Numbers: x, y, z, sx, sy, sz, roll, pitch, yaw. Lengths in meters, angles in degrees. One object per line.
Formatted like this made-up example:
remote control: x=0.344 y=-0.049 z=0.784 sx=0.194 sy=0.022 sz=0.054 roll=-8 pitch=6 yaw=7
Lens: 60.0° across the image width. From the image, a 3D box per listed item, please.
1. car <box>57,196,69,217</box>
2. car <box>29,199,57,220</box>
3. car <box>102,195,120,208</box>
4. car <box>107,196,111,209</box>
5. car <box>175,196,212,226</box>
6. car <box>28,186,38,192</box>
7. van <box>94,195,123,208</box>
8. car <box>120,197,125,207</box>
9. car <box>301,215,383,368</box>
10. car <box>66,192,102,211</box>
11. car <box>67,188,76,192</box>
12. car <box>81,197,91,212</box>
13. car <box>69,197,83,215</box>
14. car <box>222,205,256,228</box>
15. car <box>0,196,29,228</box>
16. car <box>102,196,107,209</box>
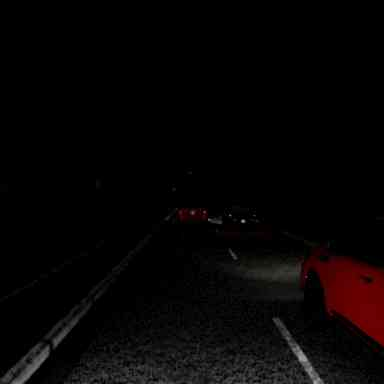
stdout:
car: x=-13.898 y=1.451 z=30.425 sx=4.553 sy=1.767 sz=2.185 roll=-1 pitch=-1 yaw=-20
car: x=-13.831 y=1.431 z=27.439 sx=4.553 sy=1.767 sz=2.185 roll=-1 pitch=0 yaw=-20
car: x=-13.895 y=1.467 z=48.437 sx=5.566 sy=2.045 sz=2.435 roll=-1 pitch=0 yaw=-20
car: x=-13.868 y=1.734 z=45.438 sx=4.674 sy=1.452 sz=2.002 roll=-1 pitch=0 yaw=-20
car: x=0.050 y=1.397 z=23.821 sx=2.097 sy=1.767 sz=4.553 roll=0 pitch=0 yaw=0
car: x=-40.388 y=-0.538 z=86.227 sx=2.231 sy=1.521 sz=4.892 roll=6 pitch=-3 yaw=-19
van: x=-13.720 y=1.542 z=54.510 sx=4.442 sy=1.987 sz=1.878 roll=-1 pitch=-1 yaw=-20
car: x=-13.829 y=1.492 z=51.473 sx=5.566 sy=2.045 sz=2.435 roll=-1 pitch=-1 yaw=-20
car: x=3.092 y=1.222 z=3.815 sx=2.150 sy=2.045 sz=5.566 roll=0 pitch=0 yaw=0
car: x=-13.905 y=1.393 z=39.424 sx=5.566 sy=2.045 sz=2.435 roll=-1 pitch=0 yaw=-20
car: x=-31.350 y=0.028 z=86.193 sx=2.435 sy=2.045 sz=5.566 roll=6 pitch=-3 yaw=-19
car: x=-13.898 y=1.649 z=36.418 sx=4.792 sy=1.488 sz=2.163 roll=-1 pitch=0 yaw=-20
car: x=-13.876 y=1.599 z=33.434 sx=4.892 sy=1.521 sz=2.231 roll=-1 pitch=-1 yaw=-20
car: x=3.054 y=1.564 z=22.180 sx=1.812 sy=1.442 sz=4.674 roll=0 pitch=0 yaw=0
car: x=-13.879 y=1.275 z=21.413 sx=5.566 sy=2.045 sz=2.435 roll=-1 pitch=0 yaw=-20
car: x=-14.051 y=1.668 z=42.371 sx=5.366 sy=1.575 sz=1.946 roll=-1 pitch=0 yaw=-20
